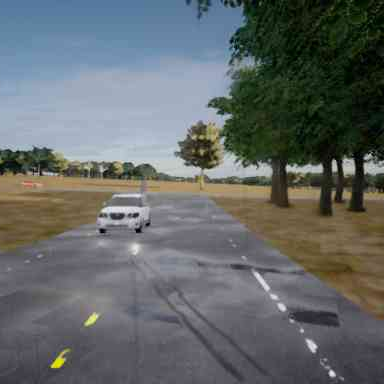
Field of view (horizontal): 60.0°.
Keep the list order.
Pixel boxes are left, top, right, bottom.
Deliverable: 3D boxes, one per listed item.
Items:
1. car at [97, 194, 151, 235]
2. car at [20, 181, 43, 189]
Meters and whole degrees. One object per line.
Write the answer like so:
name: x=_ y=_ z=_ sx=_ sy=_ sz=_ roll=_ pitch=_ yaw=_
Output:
car: x=-3.605 y=1.121 z=18.707 sx=2.150 sy=2.045 sz=5.566 roll=0 pitch=0 yaw=0
car: x=-36.150 y=-1.697 z=75.188 sx=4.553 sy=1.767 sz=2.097 roll=2 pitch=2 yaw=1
